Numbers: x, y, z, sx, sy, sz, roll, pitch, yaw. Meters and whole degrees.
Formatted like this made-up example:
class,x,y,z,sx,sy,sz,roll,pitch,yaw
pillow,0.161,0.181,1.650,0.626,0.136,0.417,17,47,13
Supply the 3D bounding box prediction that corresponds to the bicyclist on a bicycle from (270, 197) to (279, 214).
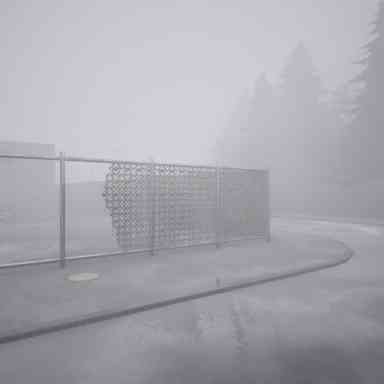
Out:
class,x,y,z,sx,sy,sz,roll,pitch,yaw
bicyclist on a bicycle,7.935,1.349,32.468,1.656,1.620,0.582,0,0,-36
